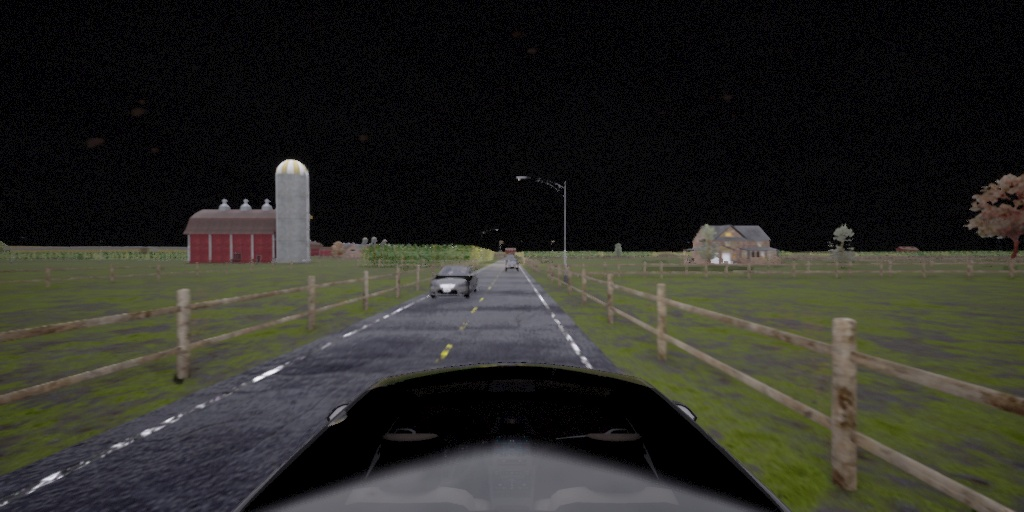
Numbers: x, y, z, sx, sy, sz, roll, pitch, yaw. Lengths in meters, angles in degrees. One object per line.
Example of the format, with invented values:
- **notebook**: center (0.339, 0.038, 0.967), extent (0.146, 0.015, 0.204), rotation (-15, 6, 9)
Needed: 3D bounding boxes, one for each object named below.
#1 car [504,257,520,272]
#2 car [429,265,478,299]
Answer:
- **car**: center (-0.008, 1.231, 45.724), extent (2.033, 1.411, 5.357), rotation (0, 0, 0)
- **car**: center (-2.798, 1.222, 18.008), extent (2.128, 1.511, 4.902), rotation (0, 0, 0)
